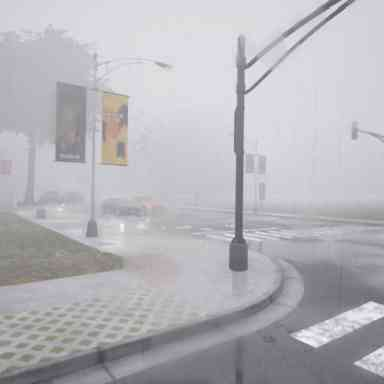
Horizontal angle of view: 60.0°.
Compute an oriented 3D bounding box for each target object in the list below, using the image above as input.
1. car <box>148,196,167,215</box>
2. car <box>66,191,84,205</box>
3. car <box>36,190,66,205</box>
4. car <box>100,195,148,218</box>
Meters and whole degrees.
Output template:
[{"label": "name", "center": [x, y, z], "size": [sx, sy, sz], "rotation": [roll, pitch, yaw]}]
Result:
[{"label": "car", "center": [-4.126, 1.122, 29.955], "size": [2.097, 1.767, 4.553], "rotation": [1, 0, -35]}, {"label": "car", "center": [-18.056, 0.854, 49.965], "size": [2.150, 2.045, 5.566], "rotation": [1, -1, -35]}, {"label": "car", "center": [-19.945, 0.793, 46.979], "size": [2.150, 2.045, 5.566], "rotation": [1, -1, -35]}, {"label": "car", "center": [-5.764, 1.197, 26.627], "size": [1.882, 1.535, 5.008], "rotation": [1, 0, -35]}]
